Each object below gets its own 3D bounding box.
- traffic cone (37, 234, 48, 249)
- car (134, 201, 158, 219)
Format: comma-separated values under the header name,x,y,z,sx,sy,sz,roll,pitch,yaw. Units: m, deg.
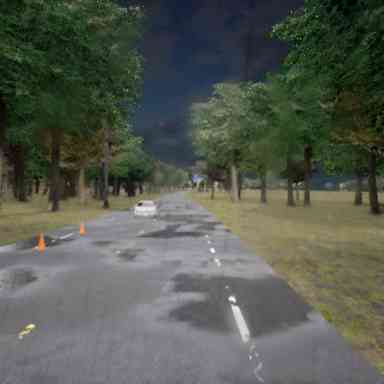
name,x,y,z,sx,sy,sz,roll,pitch,yaw
traffic cone,-5.868,1.920,12.994,0.340,0.580,0.340,0,0,-1
car,-3.886,1.458,28.032,1.812,1.442,4.674,0,0,-8
